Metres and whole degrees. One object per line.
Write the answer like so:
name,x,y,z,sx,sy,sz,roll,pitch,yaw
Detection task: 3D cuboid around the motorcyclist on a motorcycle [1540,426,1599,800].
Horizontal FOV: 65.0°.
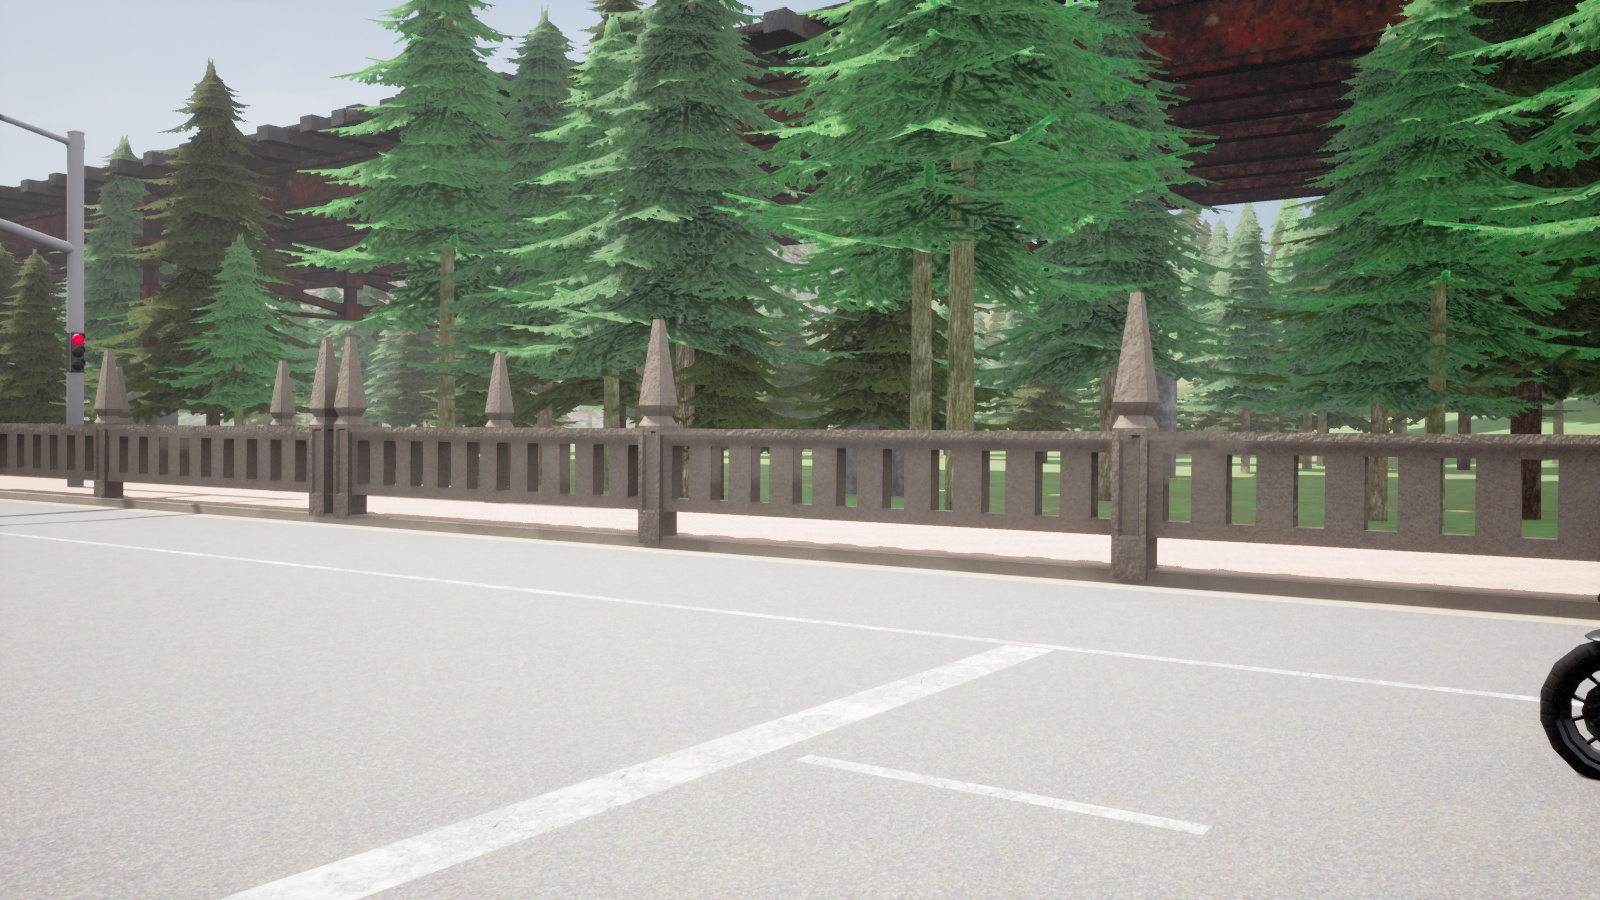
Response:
motorcyclist on a motorcycle,4.247,0.660,5.004,2.191,1.530,0.866,0,1,34
